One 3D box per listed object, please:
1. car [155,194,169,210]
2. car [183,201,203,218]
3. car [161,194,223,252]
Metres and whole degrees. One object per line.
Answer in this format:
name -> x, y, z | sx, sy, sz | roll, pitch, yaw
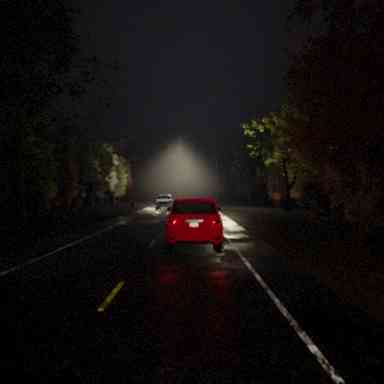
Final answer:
car -> -3.590, 1.319, 43.944 | 2.150, 2.045, 5.566 | 0, 0, 0
car -> 0.089, 1.595, 31.426 | 1.812, 1.442, 4.674 | 0, 0, 0
car -> 0.085, 1.252, 14.284 | 2.150, 2.045, 5.566 | 0, 0, 0
